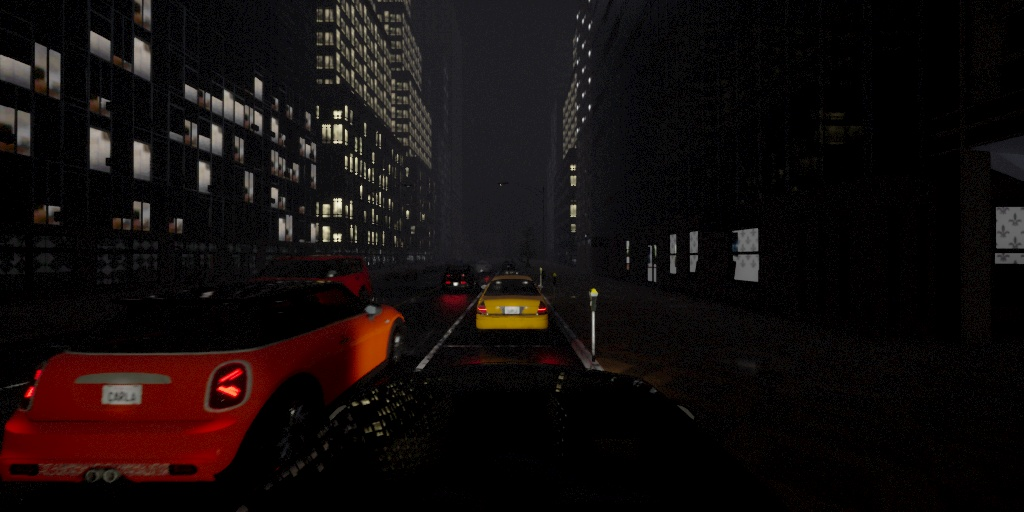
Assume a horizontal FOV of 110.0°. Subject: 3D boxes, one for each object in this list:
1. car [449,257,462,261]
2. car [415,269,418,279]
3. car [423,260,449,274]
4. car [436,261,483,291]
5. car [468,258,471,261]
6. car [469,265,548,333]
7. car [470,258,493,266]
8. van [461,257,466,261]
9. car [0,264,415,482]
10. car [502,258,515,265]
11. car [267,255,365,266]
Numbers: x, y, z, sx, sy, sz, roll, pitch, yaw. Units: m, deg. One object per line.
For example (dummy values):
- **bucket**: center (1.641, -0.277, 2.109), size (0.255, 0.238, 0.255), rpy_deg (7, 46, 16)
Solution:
- **car**: center (-8.836, 1.273, 51.803), size (1.888, 1.381, 4.507), rpy_deg (0, 0, 0)
- **car**: center (-8.835, 1.325, 29.033), size (1.802, 1.307, 4.207), rpy_deg (0, 0, 0)
- **car**: center (-8.836, 1.286, 40.419), size (2.007, 1.370, 4.403), rpy_deg (0, 0, 0)
- **car**: center (-3.045, 1.251, 21.804), size (1.837, 1.490, 4.892), rpy_deg (0, 0, 0)
- **car**: center (-8.836, 1.300, 63.188), size (1.802, 1.307, 4.207), rpy_deg (0, 0, 0)
- **car**: center (0.004, 1.206, 10.689), size (1.801, 1.575, 5.366), rpy_deg (0, 0, 0)
- **car**: center (-3.146, 1.262, 39.082), size (1.812, 1.442, 4.674), rpy_deg (0, 0, 0)
- **van**: center (-8.836, 1.064, 57.496), size (1.690, 1.789, 3.998), rpy_deg (0, 0, 0)
- **car**: center (-3.044, 1.102, 4.924), size (2.097, 1.767, 4.553), rpy_deg (0, 0, 0)
- **car**: center (-0.455, 1.298, 46.099), size (1.948, 1.339, 4.313), rpy_deg (0, 0, 0)
- **car**: center (-6.245, 0.971, 11.074), size (2.150, 2.045, 5.566), rpy_deg (0, 0, 0)
